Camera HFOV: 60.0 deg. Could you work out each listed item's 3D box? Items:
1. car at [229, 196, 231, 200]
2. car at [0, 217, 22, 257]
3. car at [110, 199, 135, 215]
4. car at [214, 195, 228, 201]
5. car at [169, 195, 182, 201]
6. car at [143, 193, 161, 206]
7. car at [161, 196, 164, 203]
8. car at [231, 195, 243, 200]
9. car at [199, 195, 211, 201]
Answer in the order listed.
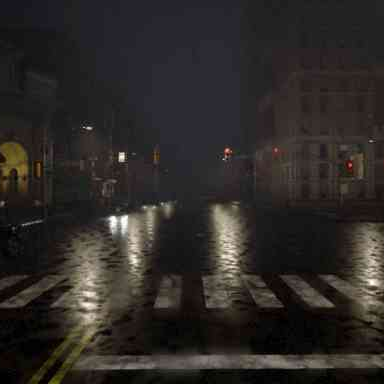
[{"bbox_3d":[8.250,1.466,94.369,1.882,1.535,5.008,0,0,38],"label":"car"},{"bbox_3d":[-7.096,1.491,10.160,2.128,1.511,4.902,0,0,0],"label":"car"},{"bbox_3d":[-7.085,1.491,34.367,2.128,1.511,4.902,0,0,0],"label":"car"},{"bbox_3d":[7.102,1.525,85.356,2.128,1.511,4.902,0,0,25],"label":"car"},{"bbox_3d":[-4.257,1.477,85.150,1.882,1.535,5.008,0,0,19],"label":"car"},{"bbox_3d":[-7.065,1.221,57.097,2.150,2.045,5.566,0,0,0],"label":"car"},{"bbox_3d":[-6.923,1.500,70.682,1.837,1.490,4.892,0,0,0],"label":"car"},{"bbox_3d":[12.471,1.500,94.149,1.837,1.490,4.892,0,0,41],"label":"car"},{"bbox_3d":[3.301,1.524,85.379,1.812,1.442,4.674,0,0,22],"label":"car"}]
